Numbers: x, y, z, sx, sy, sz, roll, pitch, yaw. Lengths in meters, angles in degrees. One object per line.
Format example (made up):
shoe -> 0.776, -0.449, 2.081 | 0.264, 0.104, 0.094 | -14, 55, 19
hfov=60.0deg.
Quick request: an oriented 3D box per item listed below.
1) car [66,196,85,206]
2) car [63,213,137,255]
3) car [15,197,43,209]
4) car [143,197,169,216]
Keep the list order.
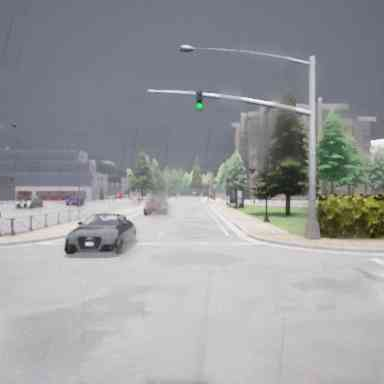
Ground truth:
car -> -17.181, 1.315, 48.929 | 1.845, 1.501, 3.633 | 0, 0, 1
car -> -3.420, 1.549, 13.091 | 1.994, 1.385, 4.181 | 0, 0, 0
car -> -20.274, 1.334, 41.555 | 1.970, 1.475, 3.806 | 0, 0, 1
car -> -3.318, 1.315, 31.564 | 2.097, 1.767, 4.553 | 0, 0, 0
